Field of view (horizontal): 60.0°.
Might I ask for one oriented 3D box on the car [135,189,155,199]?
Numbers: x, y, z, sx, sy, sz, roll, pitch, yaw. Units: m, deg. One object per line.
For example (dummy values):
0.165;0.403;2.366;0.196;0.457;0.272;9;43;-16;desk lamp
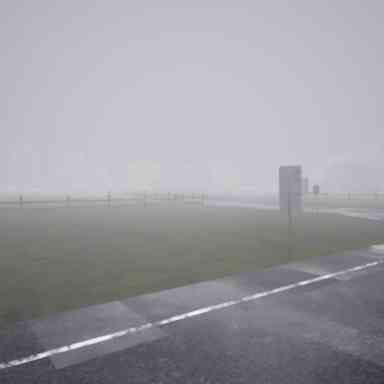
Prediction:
-8.293;0.220;58.123;2.097;1.767;4.553;-2;2;-35;car
